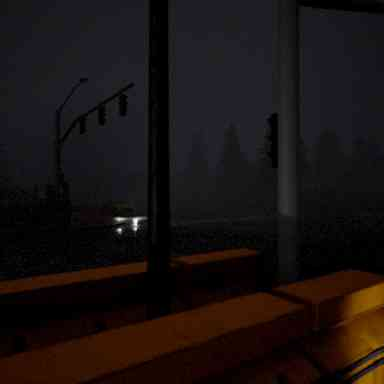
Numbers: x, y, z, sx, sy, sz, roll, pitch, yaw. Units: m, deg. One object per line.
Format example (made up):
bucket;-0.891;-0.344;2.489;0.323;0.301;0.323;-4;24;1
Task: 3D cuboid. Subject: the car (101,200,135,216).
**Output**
car;-7.289;1.481;32.457;1.882;1.535;5.008;0;0;-36
